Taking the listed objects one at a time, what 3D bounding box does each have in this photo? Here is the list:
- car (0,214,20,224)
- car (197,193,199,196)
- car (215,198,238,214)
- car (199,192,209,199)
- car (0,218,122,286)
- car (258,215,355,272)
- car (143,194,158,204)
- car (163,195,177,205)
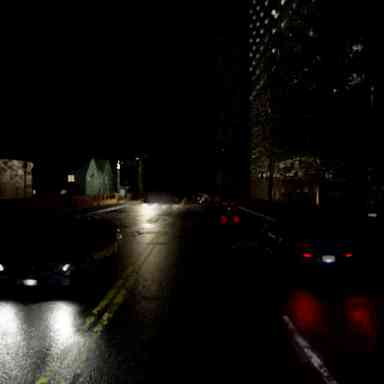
[{"bbox_3d":[-6.587,1.452,10.330,1.812,1.442,4.674,0,0,0],"label":"car"},{"bbox_3d":[3.251,1.030,92.518,2.033,1.411,5.357,0,0,0],"label":"car"},{"bbox_3d":[3.350,1.275,32.474,2.128,1.511,4.902,0,0,0],"label":"car"},{"bbox_3d":[3.251,1.056,81.514,1.812,1.442,4.674,0,0,0],"label":"car"},{"bbox_3d":[-3.351,1.479,9.557,2.033,1.411,5.357,0,0,0],"label":"car"},{"bbox_3d":[3.350,1.451,10.442,1.812,1.442,4.674,0,0,0],"label":"car"},{"bbox_3d":[-6.558,1.171,52.923,1.837,1.490,4.892,0,0,1],"label":"car"},{"bbox_3d":[-3.322,1.153,51.232,1.882,1.535,5.008,0,0,0],"label":"car"}]
